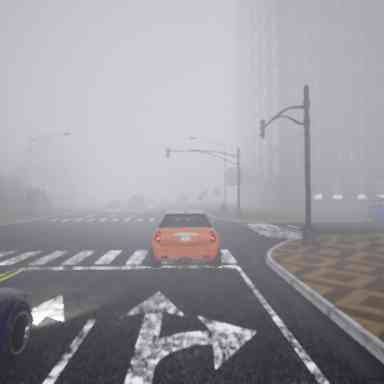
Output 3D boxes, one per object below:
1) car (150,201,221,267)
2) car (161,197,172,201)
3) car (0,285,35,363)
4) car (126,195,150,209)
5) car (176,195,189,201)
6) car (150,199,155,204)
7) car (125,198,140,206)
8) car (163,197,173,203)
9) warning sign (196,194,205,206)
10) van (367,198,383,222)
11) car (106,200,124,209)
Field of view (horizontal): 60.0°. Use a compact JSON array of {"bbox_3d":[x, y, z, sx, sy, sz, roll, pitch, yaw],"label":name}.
[{"bbox_3d":[-0.235,1.377,11.728,2.097,1.767,4.553,0,0,-1],"label":"car"},{"bbox_3d":[-5.114,1.839,65.518,1.812,1.442,4.674,0,0,-2],"label":"car"},{"bbox_3d":[-3.310,1.584,3.307,1.994,1.385,4.181,0,0,-1],"label":"car"},{"bbox_3d":[-7.962,1.436,48.873,2.150,2.045,5.566,0,0,-1],"label":"car"},{"bbox_3d":[-1.855,1.518,65.228,2.150,2.045,5.566,0,0,-2],"label":"car"},{"bbox_3d":[-8.352,1.920,64.651,1.895,1.301,4.718,0,0,-1],"label":"car"},{"bbox_3d":[-11.600,1.882,64.755,2.033,1.411,5.357,0,0,-1],"label":"car"},{"bbox_3d":[-5.404,1.809,75.519,2.033,1.411,5.357,0,0,-2],"label":"car"},{"bbox_3d":[1.316,1.315,53.387,1.300,1.860,1.060,-2,-2,-2],"label":"warning sign"},{"bbox_3d":[15.260,1.341,24.832,3.998,1.788,1.690,-1,-1,-2],"label":"van"},{"bbox_3d":[-11.198,1.789,48.430,1.994,1.385,4.181,0,0,-1],"label":"car"}]
